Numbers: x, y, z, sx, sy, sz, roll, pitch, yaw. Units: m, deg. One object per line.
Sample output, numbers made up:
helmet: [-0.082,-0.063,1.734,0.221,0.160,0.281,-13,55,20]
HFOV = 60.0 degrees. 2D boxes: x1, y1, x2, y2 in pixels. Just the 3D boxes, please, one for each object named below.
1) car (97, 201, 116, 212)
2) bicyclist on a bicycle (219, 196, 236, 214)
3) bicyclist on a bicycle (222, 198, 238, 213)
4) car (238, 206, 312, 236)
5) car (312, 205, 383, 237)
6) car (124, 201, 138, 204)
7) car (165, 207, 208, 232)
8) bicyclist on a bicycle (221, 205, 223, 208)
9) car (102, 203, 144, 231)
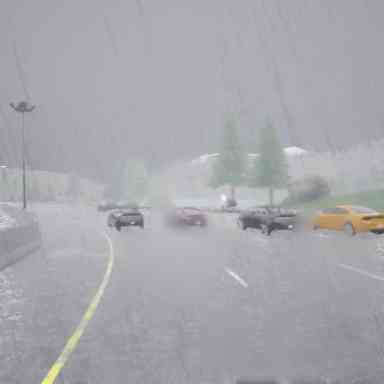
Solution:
car: [-13.043,2.139,51.306,2.097,1.767,4.553,-1,-1,-32]
bicyclist on a bicycle: [4.305,1.592,39.854,1.656,1.620,0.582,26,-14,-29]
bicyclist on a bicycle: [4.859,1.571,38.918,1.656,1.620,0.582,23,-12,-29]
car: [4.275,1.565,19.061,2.128,1.511,4.902,-1,-1,-17]
car: [8.201,1.443,17.945,1.882,1.535,5.008,-1,-1,-15]
car: [-10.078,2.224,53.170,2.128,1.511,4.902,-1,-1,-32]
car: [-0.431,1.741,22.078,1.812,1.442,4.674,-1,-1,-21]
bicyclist on a bicycle: [4.571,1.580,39.413,1.656,1.620,0.582,25,-15,-30]
car: [-4.771,1.829,23.626,2.128,1.511,4.902,-1,-1,-23]
